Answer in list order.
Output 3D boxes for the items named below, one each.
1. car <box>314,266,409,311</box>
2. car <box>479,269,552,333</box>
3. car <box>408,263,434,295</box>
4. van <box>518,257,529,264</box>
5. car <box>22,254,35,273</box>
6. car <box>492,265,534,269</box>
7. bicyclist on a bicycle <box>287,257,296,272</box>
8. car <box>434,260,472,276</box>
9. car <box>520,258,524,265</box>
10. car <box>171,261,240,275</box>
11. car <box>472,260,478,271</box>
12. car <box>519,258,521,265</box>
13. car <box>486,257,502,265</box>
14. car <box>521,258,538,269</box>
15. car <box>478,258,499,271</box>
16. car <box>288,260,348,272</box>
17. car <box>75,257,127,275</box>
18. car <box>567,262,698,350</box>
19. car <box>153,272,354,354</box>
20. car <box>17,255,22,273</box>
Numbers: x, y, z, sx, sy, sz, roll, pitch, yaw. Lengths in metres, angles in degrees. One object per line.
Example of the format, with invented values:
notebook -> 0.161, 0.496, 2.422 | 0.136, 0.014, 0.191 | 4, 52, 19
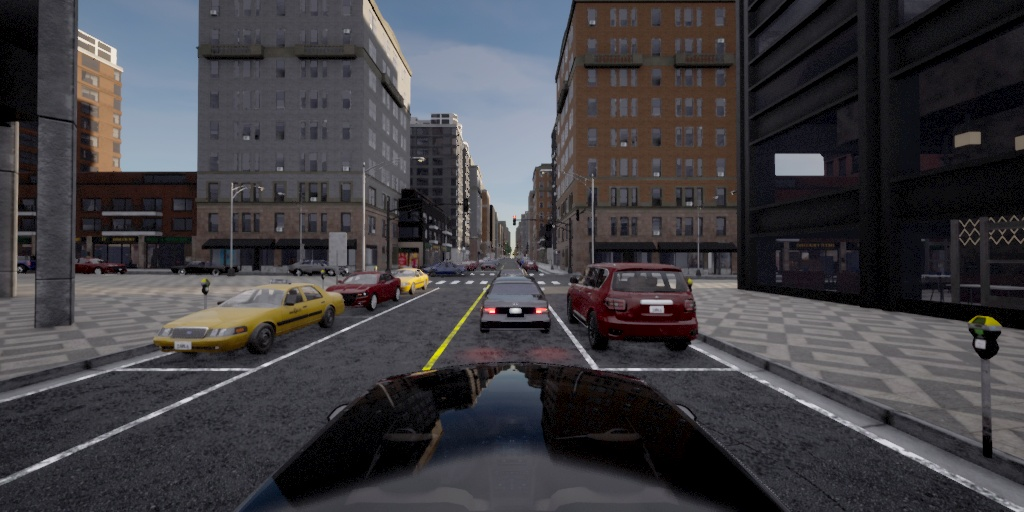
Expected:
car -> -5.893, 1.297, 14.595 | 1.888, 1.381, 4.507 | 0, 0, 0
car -> 0.067, 1.299, 10.717 | 2.033, 1.411, 5.357 | 0, 0, 0
car -> -5.908, 1.278, 20.050 | 1.751, 1.417, 4.829 | 0, 0, 0
van -> 2.494, 1.105, 64.274 | 1.690, 1.789, 3.998 | 0, 0, 0
car -> -47.617, 0.702, 34.615 | 4.553, 1.767, 2.097 | 1, -1, 1
car -> 0.018, 1.354, 20.444 | 1.895, 1.301, 4.718 | 0, 0, 0
bicyclist on a bicycle -> -23.113, 0.907, 37.632 | 0.582, 1.620, 1.656 | 0, 0, 0
car -> -7.051, 1.282, 35.848 | 5.357, 1.411, 2.033 | 1, -1, -43
car -> 2.526, 1.342, 52.927 | 1.802, 1.307, 4.207 | 0, 0, 0
car -> -26.740, 1.111, 31.403 | 4.718, 1.301, 1.895 | 1, -1, 0
car -> -5.985, 1.304, 47.239 | 1.888, 1.381, 4.507 | 0, 0, 0
car -> 2.510, 1.344, 58.601 | 1.802, 1.307, 4.207 | 0, 0, 0
car -> -3.238, 1.326, 61.392 | 1.994, 1.385, 4.181 | 0, 0, 0
car -> 2.542, 1.341, 47.254 | 1.802, 1.307, 4.207 | 0, 0, 0
car -> -3.233, 1.324, 50.243 | 1.994, 1.385, 4.181 | 0, 0, 0
car -> -16.843, 1.091, 31.371 | 4.902, 1.511, 2.128 | 1, -1, 0
car -> -36.835, 0.895, 31.445 | 5.008, 1.535, 1.882 | 1, -1, 0
car -> 2.649, 1.066, 8.986 | 2.192, 1.841, 5.009 | 0, 0, 0
car -> -5.876, 1.276, 8.801 | 1.751, 1.417, 4.829 | 0, 0, 0
car -> -46.944, 0.830, 31.512 | 4.892, 1.490, 1.837 | 1, -1, 1
